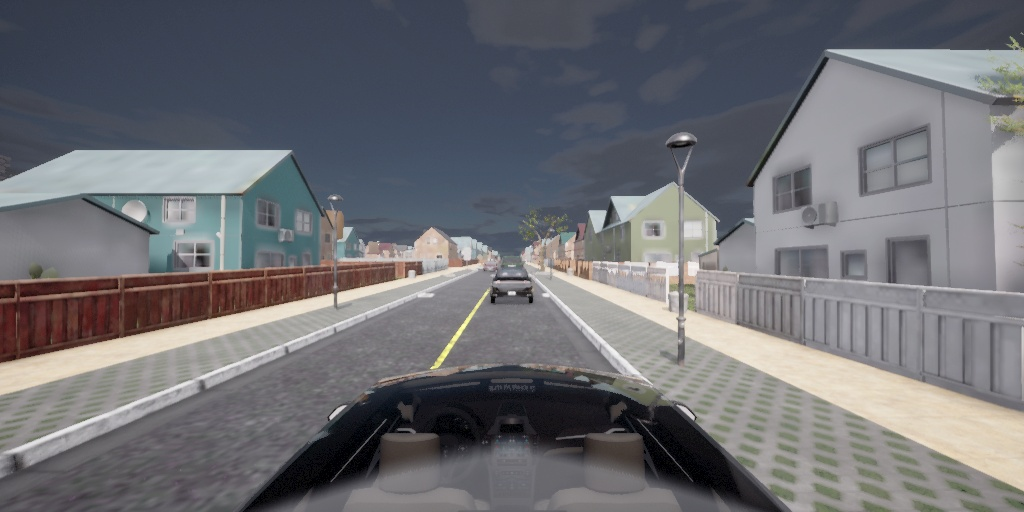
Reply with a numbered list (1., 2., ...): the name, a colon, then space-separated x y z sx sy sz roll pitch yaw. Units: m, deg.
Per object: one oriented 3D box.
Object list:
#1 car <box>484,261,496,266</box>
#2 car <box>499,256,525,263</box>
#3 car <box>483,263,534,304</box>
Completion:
1. car: -2.750 1.361 47.516 1.812 1.442 4.674 0 0 0
2. car: 0.000 1.029 31.543 2.150 2.045 5.566 0 0 0
3. car: 0.000 1.252 16.506 2.128 1.511 4.902 0 0 0
